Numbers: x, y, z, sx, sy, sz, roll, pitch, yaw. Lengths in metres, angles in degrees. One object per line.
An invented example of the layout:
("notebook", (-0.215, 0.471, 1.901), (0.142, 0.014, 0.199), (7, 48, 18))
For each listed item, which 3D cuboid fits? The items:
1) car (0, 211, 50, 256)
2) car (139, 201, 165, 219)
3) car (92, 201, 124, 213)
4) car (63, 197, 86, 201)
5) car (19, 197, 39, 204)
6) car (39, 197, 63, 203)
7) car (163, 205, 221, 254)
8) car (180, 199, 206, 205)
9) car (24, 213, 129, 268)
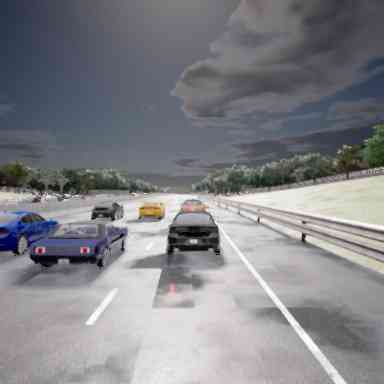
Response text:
("car", (-6.932, 1.479, 13.200), (1.882, 1.535, 5.008), (0, 0, 0))
("car", (-3.442, 1.499, 29.189), (1.882, 1.535, 5.008), (0, 0, 0))
("car", (-6.944, 1.525, 27.775), (1.837, 1.490, 4.892), (0, 0, 0))
("car", (-17.994, 1.522, 52.147), (1.882, 1.535, 5.008), (0, 0, -1))
("car", (-24.975, 1.566, 51.584), (1.812, 1.442, 4.674), (0, 0, -1))
("car", (-21.487, 1.568, 51.905), (1.812, 1.442, 4.674), (0, 0, -1))
("car", (0.071, 1.479, 13.408), (1.882, 1.535, 5.008), (0, 0, 0))
("car", (0.055, 1.369, 27.391), (2.097, 1.767, 4.553), (0, 0, 0))
("car", (-3.442, 1.601, 11.199), (1.895, 1.301, 4.718), (0, 0, 0))
